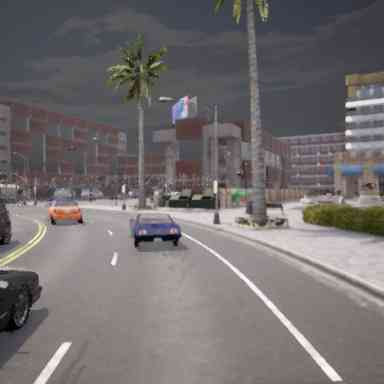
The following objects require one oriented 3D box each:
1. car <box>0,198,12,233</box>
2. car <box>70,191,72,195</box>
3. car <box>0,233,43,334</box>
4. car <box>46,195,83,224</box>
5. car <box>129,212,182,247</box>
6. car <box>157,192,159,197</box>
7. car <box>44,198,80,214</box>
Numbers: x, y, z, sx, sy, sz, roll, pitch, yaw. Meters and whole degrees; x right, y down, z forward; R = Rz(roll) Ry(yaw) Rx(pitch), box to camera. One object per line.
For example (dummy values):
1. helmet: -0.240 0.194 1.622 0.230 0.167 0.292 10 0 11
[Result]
1. car: -8.411 1.228 12.216 2.150 2.045 5.566 0 0 -13
2. car: -26.548 1.194 66.471 4.553 1.767 2.185 0 0 28
3. car: -3.579 1.554 3.736 2.033 1.411 5.357 0 0 -3
4. car: -9.552 1.328 24.673 2.097 1.767 4.553 0 0 -28
5. car: -1.835 1.565 15.014 1.895 1.301 4.718 0 0 -14
6. car: -6.397 1.248 68.711 4.674 1.452 2.002 0 0 28
7. car: -14.350 1.443 36.515 1.882 1.535 5.008 0 0 -45
